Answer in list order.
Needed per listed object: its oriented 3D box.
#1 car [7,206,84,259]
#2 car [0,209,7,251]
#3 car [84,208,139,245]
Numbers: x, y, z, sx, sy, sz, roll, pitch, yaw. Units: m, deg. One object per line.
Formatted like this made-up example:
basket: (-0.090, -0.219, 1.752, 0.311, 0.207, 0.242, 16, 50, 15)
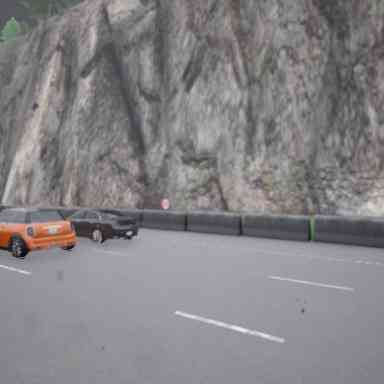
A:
car: (-6.641, 1.389, 13.055, 4.553, 1.767, 2.097, 0, 0, 36)
car: (-7.861, 1.262, 9.608, 5.566, 2.045, 2.150, 0, 0, 36)
car: (-4.689, 1.545, 15.964, 4.892, 1.490, 1.837, 1, 0, 36)
